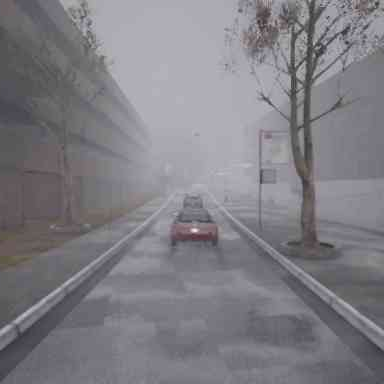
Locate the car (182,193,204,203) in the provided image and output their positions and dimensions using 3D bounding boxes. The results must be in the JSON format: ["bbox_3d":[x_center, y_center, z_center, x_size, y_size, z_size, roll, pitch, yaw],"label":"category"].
[{"bbox_3d":[0.102,0.798,32.487,2.128,1.511,4.902,0,2,0],"label":"car"}]

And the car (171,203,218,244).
[{"bbox_3d":[0.101,1.420,14.952,1.994,1.385,4.181,0,1,0],"label":"car"}]
